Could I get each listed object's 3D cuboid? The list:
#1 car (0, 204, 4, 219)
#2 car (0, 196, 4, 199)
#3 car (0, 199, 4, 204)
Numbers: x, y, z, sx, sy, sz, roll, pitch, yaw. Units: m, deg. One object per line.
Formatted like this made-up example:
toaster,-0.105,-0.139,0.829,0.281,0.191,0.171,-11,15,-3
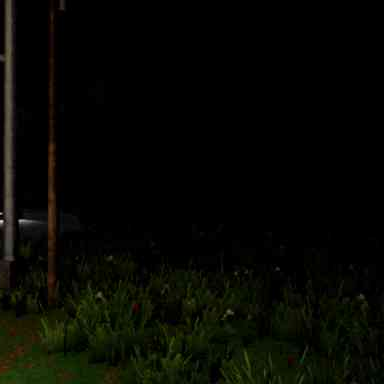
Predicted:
car,-12.530,1.574,18.699,1.895,1.301,4.718,0,0,-13
car,-26.062,1.325,43.696,4.553,1.767,2.097,0,0,39
car,-16.128,1.537,28.015,1.994,1.385,4.181,0,0,-33
